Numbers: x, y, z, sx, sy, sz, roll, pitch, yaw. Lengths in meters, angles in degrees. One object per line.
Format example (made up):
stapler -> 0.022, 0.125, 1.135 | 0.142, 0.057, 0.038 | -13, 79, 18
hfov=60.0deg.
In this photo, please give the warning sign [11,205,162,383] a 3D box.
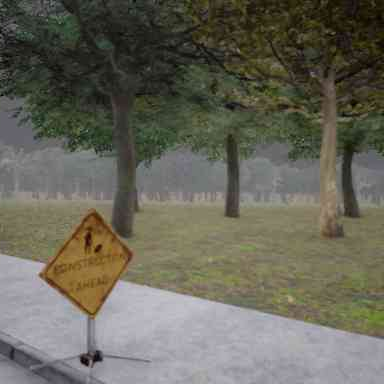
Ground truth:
warning sign -> -1.190, 1.114, 3.912 | 1.060, 1.860, 1.300 | 0, 0, 35
